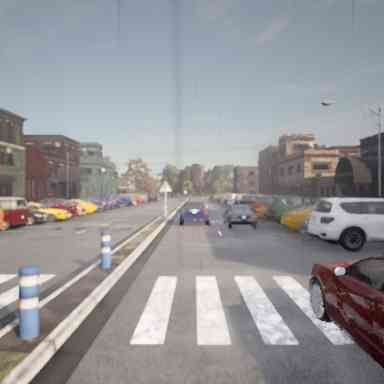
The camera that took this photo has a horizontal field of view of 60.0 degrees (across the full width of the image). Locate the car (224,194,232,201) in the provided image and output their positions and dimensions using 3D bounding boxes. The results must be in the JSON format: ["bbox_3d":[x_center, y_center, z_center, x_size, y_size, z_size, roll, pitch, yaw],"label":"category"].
[{"bbox_3d":[7.827,1.321,46.872,5.566,2.045,2.435,0,0,0],"label":"car"}]

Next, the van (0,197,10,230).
[{"bbox_3d":[-12.649,1.300,17.812,4.442,1.987,1.878,0,0,0],"label":"van"}]

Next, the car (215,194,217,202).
[{"bbox_3d":[7.870,1.685,68.927,4.892,1.521,2.231,0,0,0],"label":"car"}]

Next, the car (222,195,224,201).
[{"bbox_3d":[7.857,1.636,55.141,4.792,1.488,2.163,0,0,0],"label":"car"}]

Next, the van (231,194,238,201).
[{"bbox_3d":[7.905,1.338,44.113,4.442,1.987,1.878,0,0,0],"label":"van"}]

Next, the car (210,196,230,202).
[{"bbox_3d":[7.778,1.889,93.741,5.366,1.575,1.946,0,-1,0],"label":"car"}]

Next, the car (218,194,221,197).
[{"bbox_3d":[7.854,1.690,63.413,4.674,1.452,2.002,0,0,0],"label":"car"}]

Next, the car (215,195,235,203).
[{"bbox_3d":[7.883,1.641,79.955,4.553,1.767,2.185,0,0,0],"label":"car"}]

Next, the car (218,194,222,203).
[{"bbox_3d":[8.032,1.631,60.654,5.366,1.575,1.946,0,0,0],"label":"car"}]

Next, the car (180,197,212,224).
[{"bbox_3d":[0.182,1.416,25.217,2.097,1.767,4.553,0,0,0],"label":"car"}]

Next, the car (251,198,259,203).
[{"bbox_3d":[7.737,1.530,27.570,5.008,1.535,2.097,0,0,0],"label":"car"}]

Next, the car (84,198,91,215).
[{"bbox_3d":[-12.503,1.427,31.708,4.553,1.767,2.185,0,0,0],"label":"car"}]

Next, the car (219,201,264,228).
[{"bbox_3d":[3.180,1.601,22.694,2.033,1.411,5.357,0,0,0],"label":"car"}]

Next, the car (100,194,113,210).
[{"bbox_3d":[-12.405,1.446,40.044,4.553,1.767,2.185,0,0,0],"label":"car"}]

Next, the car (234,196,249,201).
[{"bbox_3d":[7.575,1.540,35.842,5.366,1.575,1.946,0,0,0],"label":"car"}]

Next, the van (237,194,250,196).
[{"bbox_3d":[7.886,1.322,38.601,4.442,1.987,1.878,0,0,0],"label":"van"}]

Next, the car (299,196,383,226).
[{"bbox_3d":[7.711,1.257,13.780,5.566,2.045,2.435,0,0,0],"label":"car"}]

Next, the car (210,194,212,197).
[{"bbox_3d":[7.949,1.839,88.226,5.008,1.535,2.097,0,-1,0],"label":"car"}]

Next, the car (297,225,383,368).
[{"bbox_3d":[3.113,1.489,4.242,1.882,1.535,5.008,0,0,0],"label":"car"}]

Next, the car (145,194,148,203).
[{"bbox_3d":[-12.303,1.769,70.487,4.674,1.452,2.002,0,0,0],"label":"car"}]

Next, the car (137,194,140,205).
[{"bbox_3d":[-12.179,1.638,56.717,5.366,1.575,1.946,0,0,0],"label":"car"}]

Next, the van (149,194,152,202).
[{"bbox_3d":[-12.165,1.546,76.170,4.442,1.987,1.878,0,0,0],"label":"van"}]

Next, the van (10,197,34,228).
[{"bbox_3d":[-12.636,1.306,20.591,4.442,1.987,1.878,0,0,0],"label":"van"}]

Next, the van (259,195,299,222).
[{"bbox_3d":[7.605,1.301,24.813,4.442,1.987,1.878,0,0,0],"label":"van"}]

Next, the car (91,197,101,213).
[{"bbox_3d":[-12.455,1.559,34.489,5.008,1.535,2.097,0,0,0],"label":"car"}]

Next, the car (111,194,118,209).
[{"bbox_3d":[-12.393,1.456,42.824,4.553,1.767,2.185,0,0,0],"label":"car"}]

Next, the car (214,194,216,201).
[{"bbox_3d":[7.880,1.704,71.683,4.892,1.521,2.231,0,0,0],"label":"car"}]

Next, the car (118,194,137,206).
[{"bbox_3d":[-12.349,1.375,53.941,5.566,2.045,2.435,0,0,0],"label":"car"}]

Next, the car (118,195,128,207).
[{"bbox_3d":[-12.394,1.603,48.382,4.892,1.521,2.231,0,0,0],"label":"car"}]

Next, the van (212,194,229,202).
[{"bbox_3d":[7.836,1.640,90.985,4.442,1.987,1.878,0,-1,0],"label":"van"}]

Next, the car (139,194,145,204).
[{"bbox_3d":[-12.313,1.421,62.276,5.566,2.045,2.435,0,0,0],"label":"car"}]

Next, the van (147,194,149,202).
[{"bbox_3d":[-12.410,1.525,73.394,4.442,1.987,1.878,0,0,0],"label":"van"}]

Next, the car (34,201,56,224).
[{"bbox_3d":[-12.509,1.578,23.370,4.674,1.452,2.002,0,0,0],"label":"car"}]

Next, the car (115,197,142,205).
[{"bbox_3d":[-12.322,1.692,65.055,4.892,1.521,2.231,0,0,0],"label":"car"}]

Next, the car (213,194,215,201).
[{"bbox_3d":[7.889,1.724,74.440,4.892,1.521,2.231,0,0,0],"label":"car"}]

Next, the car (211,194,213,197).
[{"bbox_3d":[7.965,1.688,85.469,4.553,1.767,2.185,0,-1,0],"label":"car"}]

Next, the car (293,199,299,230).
[{"bbox_3d":[7.723,1.387,16.415,4.553,1.767,2.185,0,0,0],"label":"car"}]

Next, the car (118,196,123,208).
[{"bbox_3d":[-12.409,1.631,45.603,4.674,1.452,2.002,0,0,0],"label":"car"}]

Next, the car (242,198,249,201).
[{"bbox_3d":[7.748,1.578,33.084,4.674,1.452,2.002,0,0,0],"label":"car"}]

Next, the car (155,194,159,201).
[{"bbox_3d":[-12.206,1.621,87.163,5.566,2.045,2.435,0,-1,0],"label":"car"}]

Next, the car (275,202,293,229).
[{"bbox_3d":[7.697,1.517,19.172,5.008,1.535,2.097,0,0,0],"label":"car"}]

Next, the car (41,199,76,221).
[{"bbox_3d":[-12.310,1.539,26.149,5.366,1.575,1.946,0,0,0],"label":"car"}]

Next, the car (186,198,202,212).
[{"bbox_3d":[0.242,1.572,42.120,1.882,1.535,5.008,0,0,0],"label":"car"}]

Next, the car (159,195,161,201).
[{"bbox_3d":[-12.239,1.679,92.848,5.566,2.045,2.435,0,-1,0],"label":"car"}]

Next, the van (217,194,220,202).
[{"bbox_3d":[7.748,1.440,66.048,4.442,1.987,1.878,0,0,0],"label":"van"}]

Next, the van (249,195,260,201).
[{"bbox_3d":[7.857,1.307,30.328,4.442,1.987,1.878,0,0,0],"label":"van"}]

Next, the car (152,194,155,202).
[{"bbox_3d":[-12.298,1.546,78.952,5.566,2.045,2.435,0,-1,0],"label":"car"}]

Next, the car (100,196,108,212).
[{"bbox_3d":[-12.454,1.566,37.266,4.892,1.521,2.231,0,0,0],"label":"car"}]

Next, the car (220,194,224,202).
[{"bbox_3d":[7.831,1.621,57.899,4.892,1.521,2.231,0,0,0],"label":"car"}]

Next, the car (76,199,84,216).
[{"bbox_3d":[-12.478,1.548,28.929,5.008,1.535,2.097,0,0,0],"label":"car"}]
